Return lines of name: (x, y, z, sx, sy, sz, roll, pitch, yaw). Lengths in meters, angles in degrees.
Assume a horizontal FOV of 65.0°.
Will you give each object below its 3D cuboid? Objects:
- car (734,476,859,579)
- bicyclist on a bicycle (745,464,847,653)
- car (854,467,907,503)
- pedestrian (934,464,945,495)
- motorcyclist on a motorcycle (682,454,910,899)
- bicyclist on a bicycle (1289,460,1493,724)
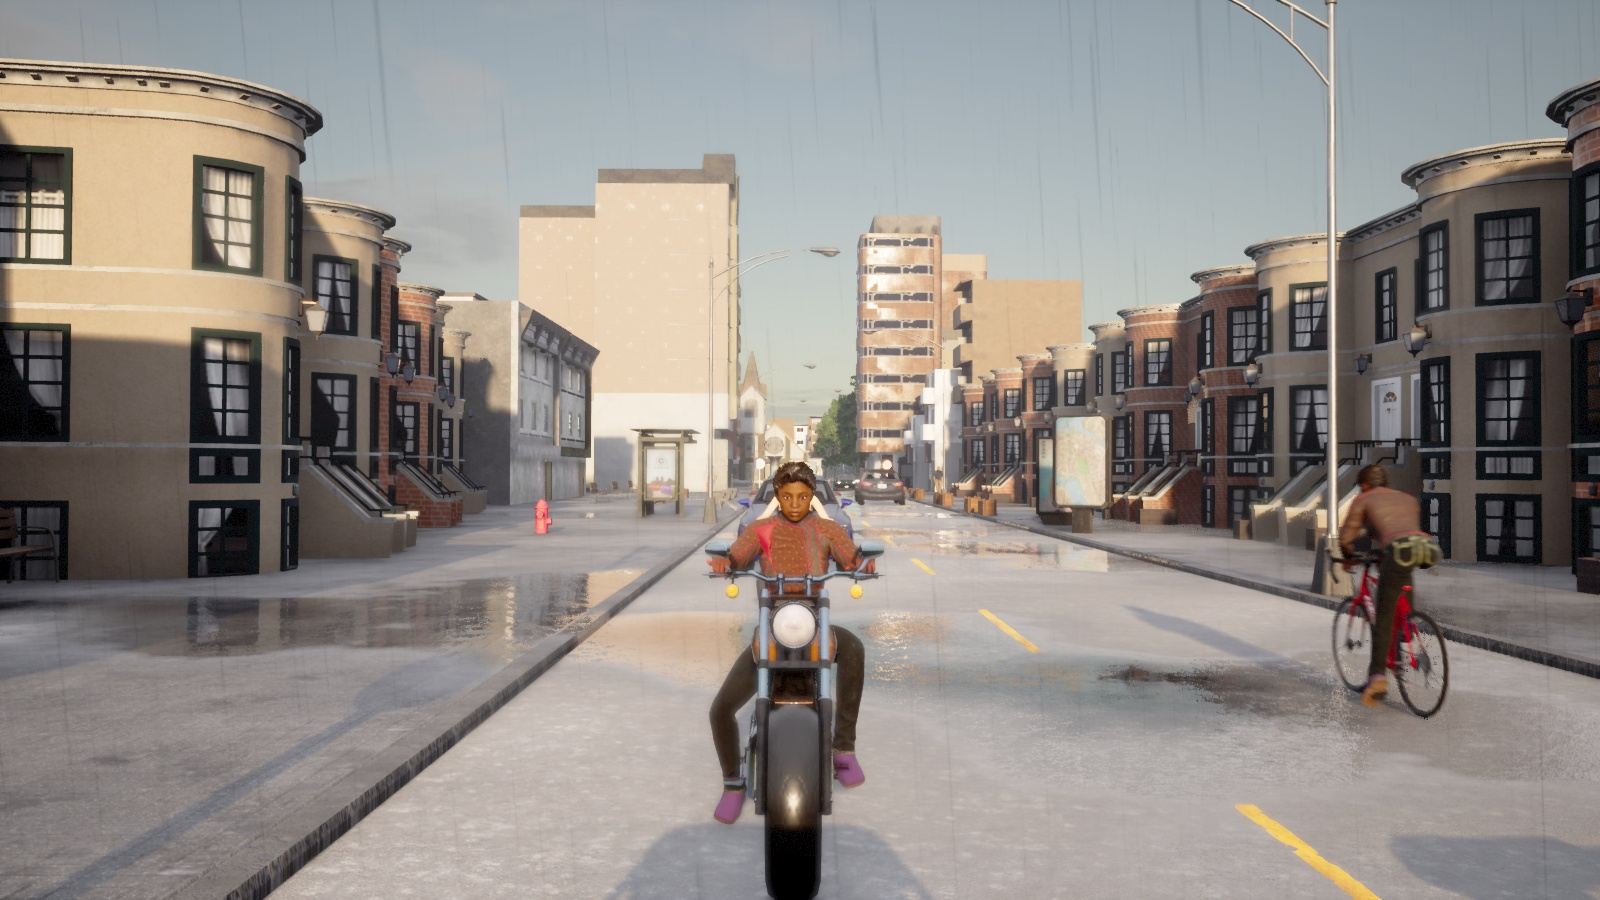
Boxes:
car: (-0.067, 1.170, 20.390, 1.816, 1.474, 4.193, 0, -1, 0)
bicyclist on a bicycle: (-0.038, 0.944, 11.512, 0.866, 1.612, 1.509, 0, -1, 0)
car: (3.805, 1.651, 60.127, 2.242, 1.667, 4.611, 0, -1, 0)
pedestrian: (8.322, 1.747, 74.964, 0.540, 1.848, 0.694, 0, -1, 0)
motorcyclist on a motorcycle: (-0.019, 0.856, 5.428, 0.766, 1.649, 2.350, 0, -1, 0)
bicyclist on a bicycle: (3.971, 0.895, 8.578, 0.582, 1.620, 1.656, 0, -1, 0)
